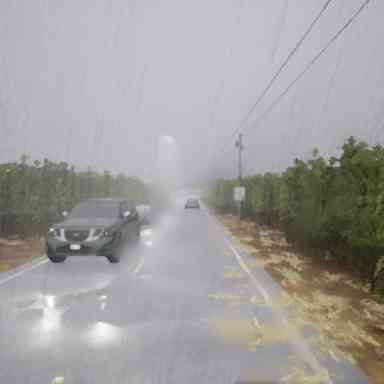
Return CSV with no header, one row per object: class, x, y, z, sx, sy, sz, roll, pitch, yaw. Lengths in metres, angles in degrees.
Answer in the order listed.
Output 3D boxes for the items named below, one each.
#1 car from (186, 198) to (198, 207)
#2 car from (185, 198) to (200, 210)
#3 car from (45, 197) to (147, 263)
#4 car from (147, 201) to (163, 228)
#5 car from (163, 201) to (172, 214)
car,0.030,1.645,54.317,1.895,1.301,4.718,0,0,0
car,0.024,1.600,44.284,1.994,1.385,4.181,0,0,0
car,-3.323,1.239,12.403,2.150,2.045,5.566,0,0,1
car,-3.280,1.551,22.609,1.812,1.442,4.674,0,0,0
car,-3.267,1.636,36.051,1.895,1.301,4.718,0,0,0
